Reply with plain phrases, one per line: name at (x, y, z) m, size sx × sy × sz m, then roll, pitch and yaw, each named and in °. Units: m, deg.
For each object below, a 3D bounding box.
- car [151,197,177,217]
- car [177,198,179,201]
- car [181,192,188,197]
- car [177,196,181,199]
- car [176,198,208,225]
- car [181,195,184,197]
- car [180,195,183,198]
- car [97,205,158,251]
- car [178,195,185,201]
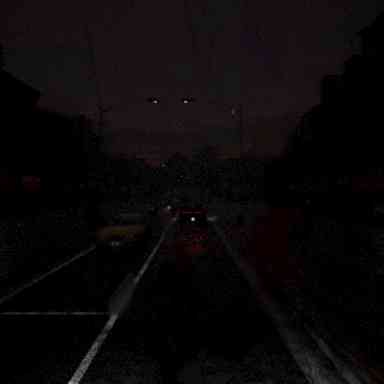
car at (-2.718, 1.397, 30.503) m, size 1.967 × 1.590 × 4.097 m, roll -2°, pitch 0°, yaw 0°
car at (-2.722, 1.547, 35.945) m, size 1.802 × 1.307 × 4.206 m, roll -1°, pitch 0°, yaw 0°
car at (-2.821, 1.579, 84.518) m, size 1.967 × 1.590 × 4.097 m, roll -2°, pitch 0°, yaw 0°
car at (-2.736, 1.526, 41.397) m, size 2.008 × 1.369 × 4.403 m, roll -2°, pitch 0°, yaw 0°
car at (0.055, 1.459, 23.588) m, size 1.837 × 1.490 × 4.892 m, roll 0°, pitch 0°, yaw 0°
car at (-2.766, 1.603, 57.740) m, size 1.802 × 1.307 × 4.206 m, roll -2°, pitch 0°, yaw 0°
car at (-2.746, 1.539, 46.846) m, size 2.008 × 1.369 × 4.403 m, roll -2°, pitch 0°, yaw 0°
car at (-2.684, 1.487, 13.991) m, size 1.752 × 1.417 × 4.829 m, roll -1°, pitch 0°, yaw 0°
car at (-2.828, 1.687, 89.884) m, size 1.752 × 1.417 × 4.829 m, roll -2°, pitch 0°, yaw 0°
